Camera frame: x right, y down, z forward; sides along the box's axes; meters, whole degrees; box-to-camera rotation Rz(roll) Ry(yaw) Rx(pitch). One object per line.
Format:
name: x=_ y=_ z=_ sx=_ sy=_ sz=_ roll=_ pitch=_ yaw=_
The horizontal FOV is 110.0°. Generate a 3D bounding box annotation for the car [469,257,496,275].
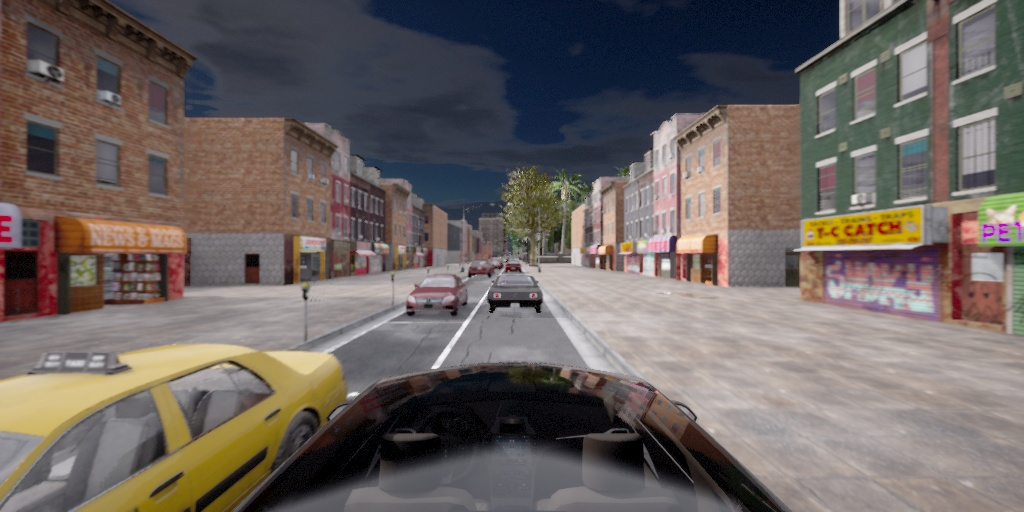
car: x=-2.944 y=1.116 z=34.578 sx=2.097 sy=1.767 sz=4.553 roll=0 pitch=0 yaw=0

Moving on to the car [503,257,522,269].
car: x=0.164 y=1.248 z=43.565 sx=1.882 sy=1.535 sz=5.008 roll=0 pitch=0 yaw=0

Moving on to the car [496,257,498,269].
car: x=-2.961 y=1.244 z=41.608 sx=1.882 sy=1.535 sz=5.008 roll=0 pitch=0 yaw=0

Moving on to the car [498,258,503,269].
car: x=-2.569 y=1.319 z=52.609 sx=1.888 sy=1.381 sz=4.507 roll=0 pitch=0 yaw=0

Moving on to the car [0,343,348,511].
car: x=-2.641 y=1.274 z=1.933 sx=1.751 sy=1.417 sz=4.829 roll=0 pitch=0 yaw=0

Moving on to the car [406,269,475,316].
car: x=-2.624 y=1.335 z=13.327 sx=1.802 sy=1.307 sz=4.207 roll=0 pitch=0 yaw=0

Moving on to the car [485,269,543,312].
car: x=0.117 y=1.356 z=14.165 sx=1.895 sy=1.301 sz=4.718 roll=0 pitch=0 yaw=0
